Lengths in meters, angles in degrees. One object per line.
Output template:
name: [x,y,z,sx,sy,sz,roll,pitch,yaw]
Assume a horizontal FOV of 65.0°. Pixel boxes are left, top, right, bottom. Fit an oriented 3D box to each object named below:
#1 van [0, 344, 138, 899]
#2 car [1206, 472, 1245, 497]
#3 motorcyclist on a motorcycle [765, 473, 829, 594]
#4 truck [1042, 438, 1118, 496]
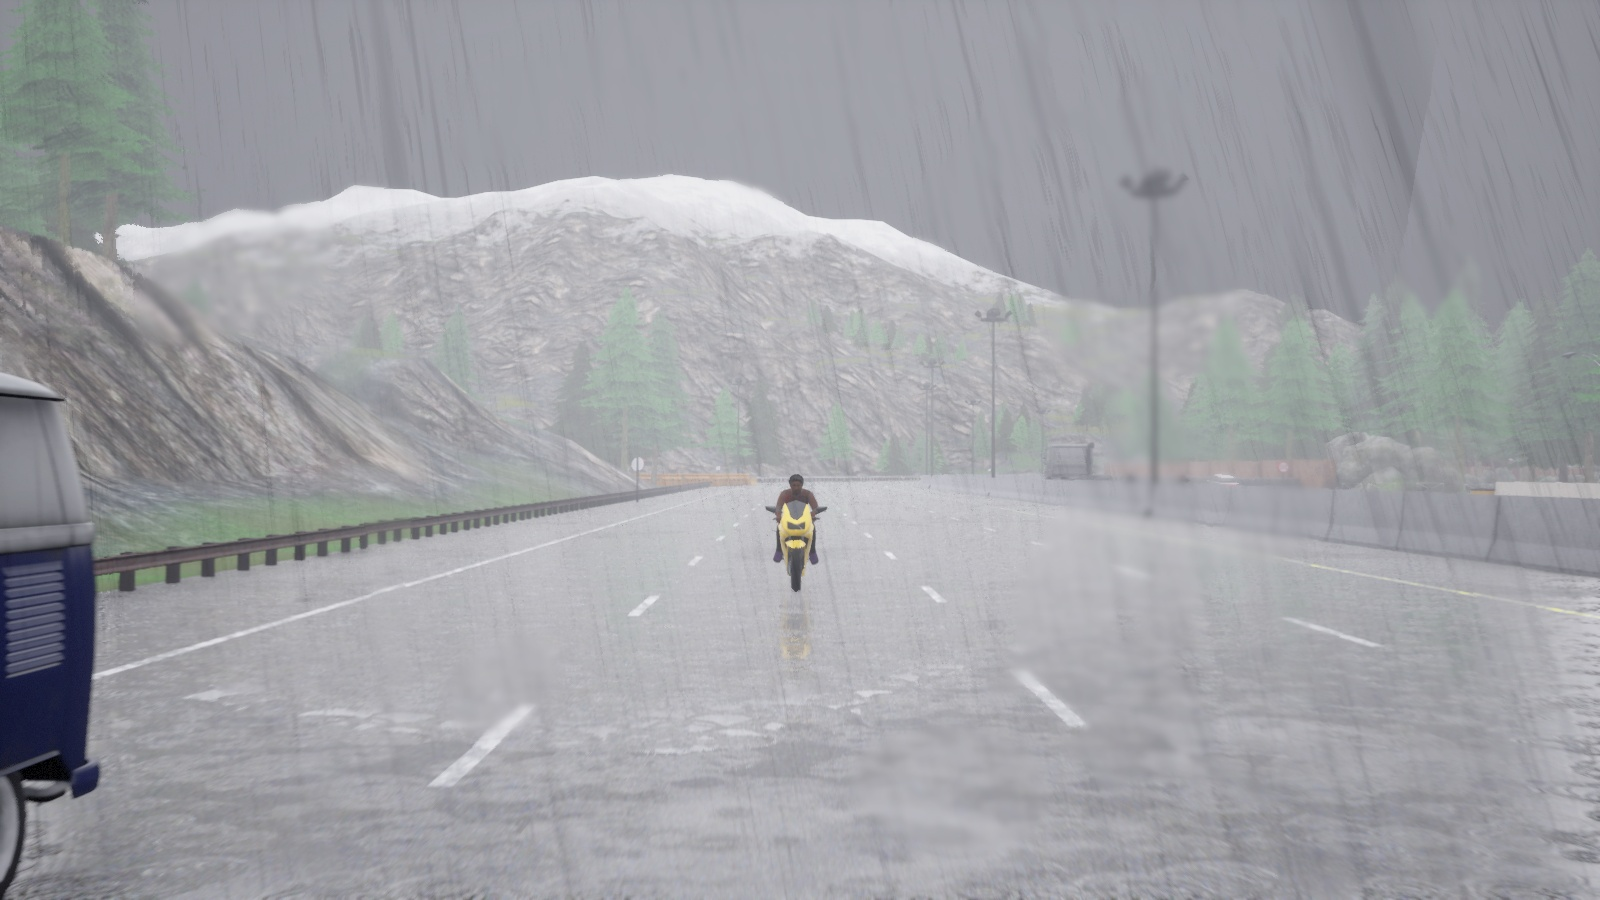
van: [-3.508,0.627,2.747,1.775,1.987,4.442,0,-1,0]
car: [24.326,1.974,71.841,1.481,1.376,2.207,0,-1,0]
motorcyclist on a motorcycle: [-0.041,1.081,16.887,0.797,1.523,2.044,0,-2,0]
truck: [17.307,1.070,78.071,2.891,3.462,7.936,0,-1,0]
